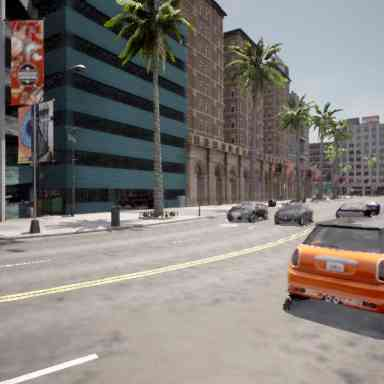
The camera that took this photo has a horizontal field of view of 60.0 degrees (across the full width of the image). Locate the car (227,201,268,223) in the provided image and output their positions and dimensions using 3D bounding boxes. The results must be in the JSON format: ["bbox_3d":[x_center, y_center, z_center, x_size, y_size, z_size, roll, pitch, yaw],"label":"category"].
[{"bbox_3d":[4.377,1.475,25.525,2.128,1.511,4.902,0,0,32],"label":"car"}]

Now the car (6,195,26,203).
[{"bbox_3d":[-33.416,1.341,61.943,2.161,1.482,4.786,0,0,32],"label":"car"}]

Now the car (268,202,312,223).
[{"bbox_3d":[7.316,1.493,23.624,1.837,1.490,4.892,0,0,32],"label":"car"}]

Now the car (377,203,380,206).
[{"bbox_3d":[18.518,1.586,34.707,1.895,1.301,4.718,0,0,32],"label":"car"}]

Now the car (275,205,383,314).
[{"bbox_3d":[4.015,1.348,7.408,2.097,1.767,4.553,0,0,44],"label":"car"}]

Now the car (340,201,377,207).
[{"bbox_3d":[11.122,1.481,22.835,2.128,1.511,4.902,0,0,32],"label":"car"}]

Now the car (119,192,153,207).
[{"bbox_3d":[-7.688,0.987,46.314,2.435,2.045,5.566,0,0,32],"label":"car"}]
